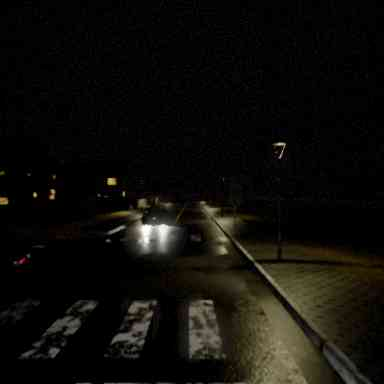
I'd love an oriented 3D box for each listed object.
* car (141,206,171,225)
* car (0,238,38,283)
[{"bbox_3d":[-2.738,1.764,26.023,1.994,1.385,4.181,0,0,0],"label":"car"},{"bbox_3d":[-6.523,1.431,7.693,5.357,1.411,2.033,6,-1,-17],"label":"car"}]
